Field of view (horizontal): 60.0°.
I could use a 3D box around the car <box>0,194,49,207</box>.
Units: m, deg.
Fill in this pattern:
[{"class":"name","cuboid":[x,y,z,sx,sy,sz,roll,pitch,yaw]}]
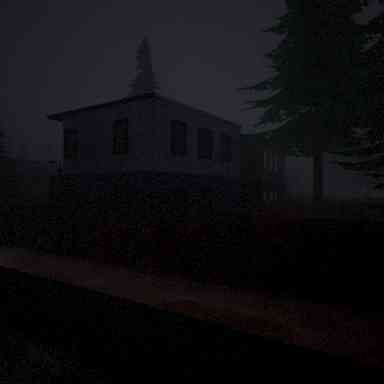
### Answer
[{"class":"car","cuboid":[-14.765,1.202,29.609,2.150,2.045,5.566,0,0,27]}]
